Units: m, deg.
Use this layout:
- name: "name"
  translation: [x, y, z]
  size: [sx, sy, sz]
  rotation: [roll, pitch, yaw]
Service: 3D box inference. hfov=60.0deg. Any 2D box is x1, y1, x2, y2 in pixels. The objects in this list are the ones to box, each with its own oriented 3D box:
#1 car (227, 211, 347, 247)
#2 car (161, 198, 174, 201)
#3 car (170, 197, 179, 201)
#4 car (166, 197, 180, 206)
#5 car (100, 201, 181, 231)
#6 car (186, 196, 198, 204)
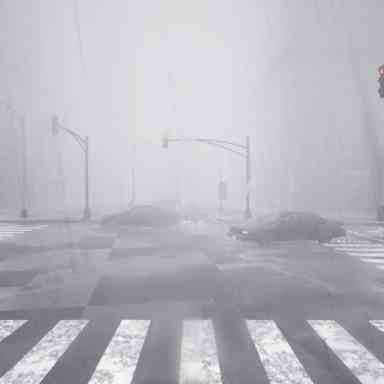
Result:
- name: "car"
  translation: [4.320, 1.576, 15.030]
  size: [5.357, 1.411, 2.033]
  rotation: [1, 0, -18]
- name: "car"
  translation: [-3.123, 1.540, 31.334]
  size: [2.033, 1.411, 5.357]
  rotation: [0, 0, 0]
- name: "car"
  translation: [-3.129, 1.538, 41.503]
  size: [2.033, 1.411, 5.357]
  rotation: [0, 0, 0]
- name: "car"
  translation: [-3.100, 1.552, 55.608]
  size: [1.994, 1.385, 4.181]
  rotation: [0, 0, 1]
- name: "car"
  translation: [-2.995, 1.438, 19.596]
  size: [4.674, 1.442, 1.812]
  rotation: [0, 1, 0]
- name: "car"
  translation: [-0.021, 1.513, 62.664]
  size: [1.812, 1.442, 4.674]
  rotation: [0, 0, 0]
